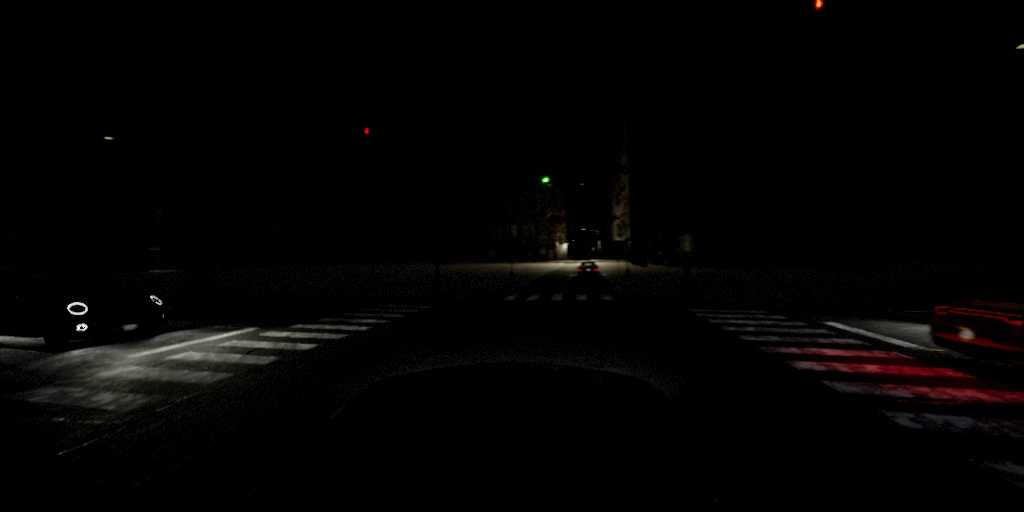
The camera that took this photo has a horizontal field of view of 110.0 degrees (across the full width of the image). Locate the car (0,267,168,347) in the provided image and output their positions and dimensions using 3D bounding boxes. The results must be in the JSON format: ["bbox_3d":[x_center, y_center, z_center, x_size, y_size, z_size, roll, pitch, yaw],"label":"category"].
[{"bbox_3d":[-11.991,1.270,9.724,4.553,1.767,2.097,-1,0,13],"label":"car"}]

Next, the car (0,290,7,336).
[{"bbox_3d":[-13.367,1.489,7.238,4.403,1.370,2.007,0,0,11],"label":"car"}]

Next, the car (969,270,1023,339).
[{"bbox_3d":[13.926,1.093,7.794,4.892,1.490,1.837,-1,0,12],"label":"car"}]

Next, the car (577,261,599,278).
[{"bbox_3d":[6.739,1.178,31.738,2.033,1.411,5.357,-2,0,11],"label":"car"}]

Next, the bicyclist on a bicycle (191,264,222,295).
[{"bbox_3d":[-16.718,1.270,19.638,0.582,1.620,1.656,-1,0,11],"label":"bicyclist on a bicycle"}]

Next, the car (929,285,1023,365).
[{"bbox_3d":[9.984,1.118,5.631,5.008,1.535,1.882,-1,-1,7],"label":"car"}]
